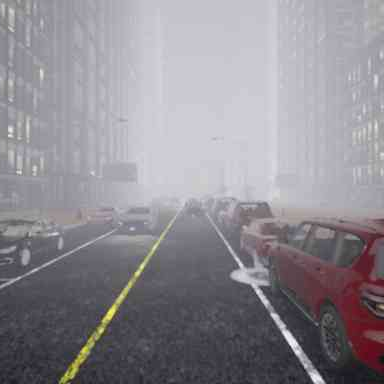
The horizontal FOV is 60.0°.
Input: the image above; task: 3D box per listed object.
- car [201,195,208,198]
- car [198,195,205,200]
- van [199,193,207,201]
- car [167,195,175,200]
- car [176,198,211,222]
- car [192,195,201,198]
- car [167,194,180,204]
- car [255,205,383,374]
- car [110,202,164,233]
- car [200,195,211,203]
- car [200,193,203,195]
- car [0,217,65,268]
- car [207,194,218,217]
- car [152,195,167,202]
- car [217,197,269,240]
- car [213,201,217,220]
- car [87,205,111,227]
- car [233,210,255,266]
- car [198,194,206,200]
[{"bbox_3d":[2.372,1.446,40.740,1.882,1.535,5.008,0,0,0],"label":"car"},{"bbox_3d":[2.719,1.446,94.360,1.752,1.417,4.829,0,0,0],"label":"car"},{"bbox_3d":[2.717,1.272,83.111,1.690,1.788,3.998,0,0,0],"label":"van"},{"bbox_3d":[-5.663,1.471,88.653,1.887,1.381,4.507,0,0,0],"label":"car"},{"bbox_3d":[0.106,1.472,26.108,2.128,1.511,4.902,0,0,0],"label":"car"},{"bbox_3d":[0.112,1.489,46.378,1.812,1.442,4.674,0,0,0],"label":"car"},{"bbox_3d":[-3.012,1.430,60.875,1.882,1.535,5.008,0,0,1],"label":"car"},{"bbox_3d":[2.697,1.311,5.561,2.192,1.841,5.009,0,0,0],"label":"car"},{"bbox_3d":[-3.096,1.532,19.906,2.033,1.411,5.357,0,0,0],"label":"car"},{"bbox_3d":[2.712,1.386,66.494,1.967,1.590,4.097,0,0,0],"label":"car"},{"bbox_3d":[2.712,1.266,60.954,2.192,1.841,5.009,0,0,0],"label":"car"},{"bbox_3d":[-5.683,1.543,11.102,2.008,1.369,4.403,0,0,0],"label":"car"},{"bbox_3d":[2.703,1.294,27.719,2.192,1.841,5.009,0,0,0],"label":"car"},{"bbox_3d":[-5.671,1.538,55.417,1.802,1.307,4.206,0,0,0],"label":"car"},{"bbox_3d":[2.700,1.303,16.640,2.192,1.841,5.009,0,0,0],"label":"car"},{"bbox_3d":[2.700,1.549,22.180,1.947,1.339,4.313,0,0,0],"label":"car"},{"bbox_3d":[-5.680,1.566,22.181,1.802,1.307,4.206,0,0,0],"label":"car"},{"bbox_3d":[2.697,1.537,11.100,1.887,1.381,4.507,0,0,0],"label":"car"},{"bbox_3d":[2.718,1.366,88.651,1.967,1.590,4.097,0,0,0],"label":"car"}]
